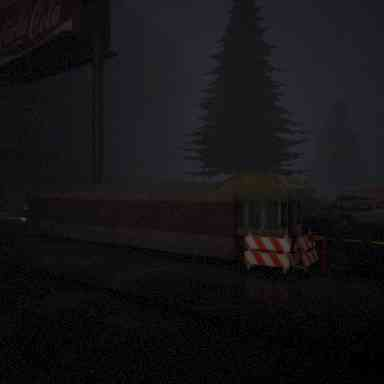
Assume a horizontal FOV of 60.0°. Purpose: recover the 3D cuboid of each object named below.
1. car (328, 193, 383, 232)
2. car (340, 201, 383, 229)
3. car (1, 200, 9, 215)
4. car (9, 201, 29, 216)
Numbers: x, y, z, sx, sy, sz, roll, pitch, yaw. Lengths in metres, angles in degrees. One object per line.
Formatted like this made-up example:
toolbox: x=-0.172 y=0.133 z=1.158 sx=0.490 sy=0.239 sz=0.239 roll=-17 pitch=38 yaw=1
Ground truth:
car: x=9.287 y=1.149 z=17.617 sx=3.866 sy=1.878 sz=1.905 roll=0 pitch=0 yaw=35
car: x=11.225 y=1.338 z=19.677 sx=4.193 sy=1.474 sz=1.816 roll=0 pitch=0 yaw=35
car: x=-18.689 y=1.491 z=31.087 sx=2.128 sy=1.511 sz=4.902 roll=0 pitch=0 yaw=35
car: x=-14.167 y=1.352 z=31.421 sx=2.097 sy=1.767 sz=4.553 roll=0 pitch=0 yaw=35
